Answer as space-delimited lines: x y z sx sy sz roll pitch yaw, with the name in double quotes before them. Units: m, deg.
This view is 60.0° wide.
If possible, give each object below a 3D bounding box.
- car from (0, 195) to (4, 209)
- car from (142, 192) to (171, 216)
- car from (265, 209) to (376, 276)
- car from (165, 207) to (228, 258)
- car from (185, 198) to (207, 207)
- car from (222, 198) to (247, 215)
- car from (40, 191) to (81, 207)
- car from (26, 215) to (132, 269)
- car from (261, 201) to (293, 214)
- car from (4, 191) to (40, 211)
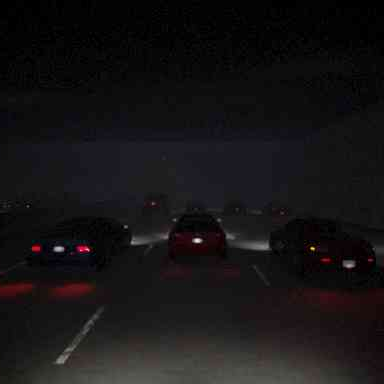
"car" -20.739 1.082 37.683 2.097 1.767 4.553 0 0 1
"car" -3.134 1.025 29.916 2.150 2.045 5.566 0 0 1
"car" 3.664 1.465 9.989 1.812 1.442 4.674 0 1 1
"car" 0.193 1.484 12.480 1.994 1.385 4.181 0 0 1
"car" 0.376 1.293 30.940 2.128 1.511 4.902 0 0 1
"car" 3.876 1.298 30.906 2.128 1.511 4.902 0 0 1
"car" -13.766 0.970 35.781 2.150 2.045 5.566 0 1 1
"car" -3.324 1.473 10.891 2.033 1.411 5.357 0 0 1
"car" 7.358 1.422 29.269 1.895 1.301 4.718 0 0 1
"car" -17.267 0.966 35.690 2.150 2.045 5.566 0 1 1
